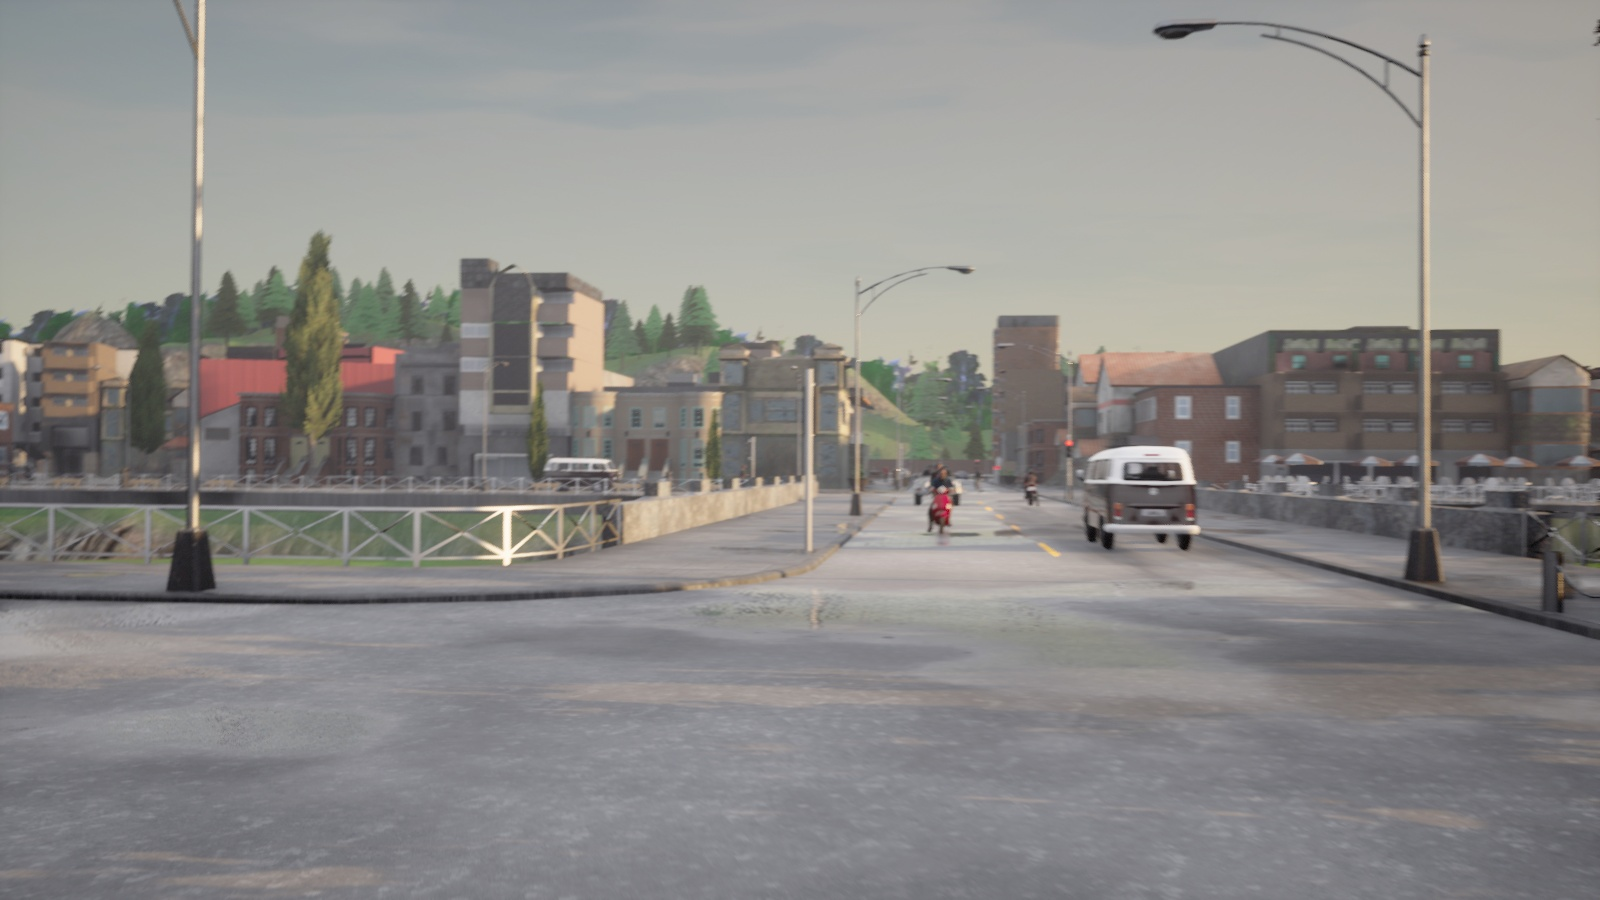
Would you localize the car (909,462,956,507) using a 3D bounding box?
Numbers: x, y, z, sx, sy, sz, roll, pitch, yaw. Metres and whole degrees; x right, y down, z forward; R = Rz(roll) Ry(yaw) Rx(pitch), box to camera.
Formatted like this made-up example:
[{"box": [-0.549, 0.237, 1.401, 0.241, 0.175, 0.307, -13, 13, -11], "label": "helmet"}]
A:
[{"box": [5.717, 1.456, 54.274, 1.932, 1.855, 4.605, 0, -1, 6], "label": "car"}]

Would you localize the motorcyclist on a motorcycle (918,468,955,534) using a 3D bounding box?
[{"box": [3.378, 1.240, 31.014, 0.866, 1.590, 1.817, 0, -1, 7], "label": "motorcyclist on a motorcycle"}]

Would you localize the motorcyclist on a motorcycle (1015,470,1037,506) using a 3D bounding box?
[{"box": [9.696, 1.607, 53.998, 0.797, 1.523, 2.044, 0, -1, 6], "label": "motorcyclist on a motorcycle"}]

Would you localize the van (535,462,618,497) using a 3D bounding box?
[{"box": [-13.269, 1.727, 74.735, 4.480, 2.038, 2.069, 0, -1, 6], "label": "van"}]

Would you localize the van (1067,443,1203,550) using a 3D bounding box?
[{"box": [6.895, 0.929, 26.314, 2.069, 2.038, 4.480, 0, -1, 6], "label": "van"}]
